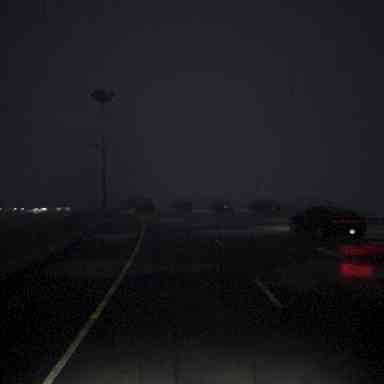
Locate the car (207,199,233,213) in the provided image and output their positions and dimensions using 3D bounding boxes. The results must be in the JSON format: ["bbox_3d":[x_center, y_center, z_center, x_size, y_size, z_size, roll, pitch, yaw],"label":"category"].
[{"bbox_3d":[3.051,1.518,37.000,1.994,1.385,4.181,-1,0,-14],"label":"car"}]

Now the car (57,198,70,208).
[{"bbox_3d":[-22.320,1.909,57.810,1.837,1.490,4.892,-1,0,-23],"label":"car"}]

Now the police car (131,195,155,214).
[{"bbox_3d":[-5.238,1.527,36.613,1.930,1.638,5.238,-1,0,-14],"label":"police car"}]

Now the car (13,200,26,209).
[{"bbox_3d":[-29.860,2.143,57.601,2.033,1.411,5.357,-1,0,-25],"label":"car"}]

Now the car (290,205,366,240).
[{"bbox_3d":[6.426,1.395,16.284,1.837,1.490,4.892,0,0,-6],"label":"car"}]

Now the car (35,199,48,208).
[{"bbox_3d":[-25.868,1.955,57.127,2.128,1.511,4.902,-1,0,-23],"label":"car"}]

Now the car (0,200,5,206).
[{"bbox_3d":[-34.417,2.151,58.994,1.994,1.385,4.181,-1,0,-25],"label":"car"}]

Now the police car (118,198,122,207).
[{"bbox_3d":[-9.959,1.614,52.369,1.930,1.638,5.238,-1,0,-20],"label":"police car"}]

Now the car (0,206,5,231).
[{"bbox_3d":[-11.547,1.715,16.936,1.837,1.490,4.892,-1,0,-6],"label":"car"}]

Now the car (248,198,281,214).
[{"bbox_3d":[7.296,1.370,34.087,2.128,1.511,4.902,-1,0,-12],"label":"car"}]

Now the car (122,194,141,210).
[{"bbox_3d":[-7.968,1.376,46.445,2.150,2.045,5.566,-1,0,-17],"label":"car"}]

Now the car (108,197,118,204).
[{"bbox_3d":[-16.204,1.798,69.576,2.033,1.411,5.357,-1,0,-27],"label":"car"}]

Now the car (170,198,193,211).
[{"bbox_3d":[-1.346,1.510,40.633,1.882,1.535,5.008,0,0,-16],"label":"car"}]

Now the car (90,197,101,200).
[{"bbox_3d":[-24.625,1.937,84.297,2.128,1.511,4.902,-1,0,-33],"label":"car"}]
